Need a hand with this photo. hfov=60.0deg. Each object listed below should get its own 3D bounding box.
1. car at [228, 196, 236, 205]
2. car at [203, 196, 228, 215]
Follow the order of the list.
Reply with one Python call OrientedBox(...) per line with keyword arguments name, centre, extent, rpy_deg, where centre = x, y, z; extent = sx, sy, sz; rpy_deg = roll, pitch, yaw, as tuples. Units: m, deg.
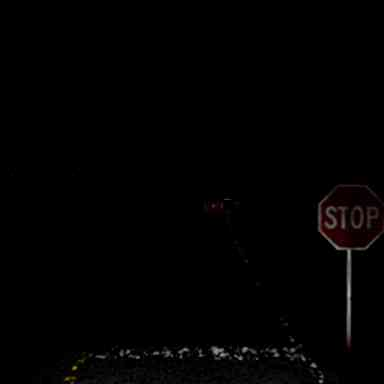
OrientedBox(name="car", centre=(6.692, 1.436, 59.369), extent=(2.128, 1.511, 4.902), rpy_deg=(0, 0, 13))
OrientedBox(name="car", centre=(2.284, 1.324, 33.266), extent=(2.097, 1.767, 4.553), rpy_deg=(0, 0, 7))
